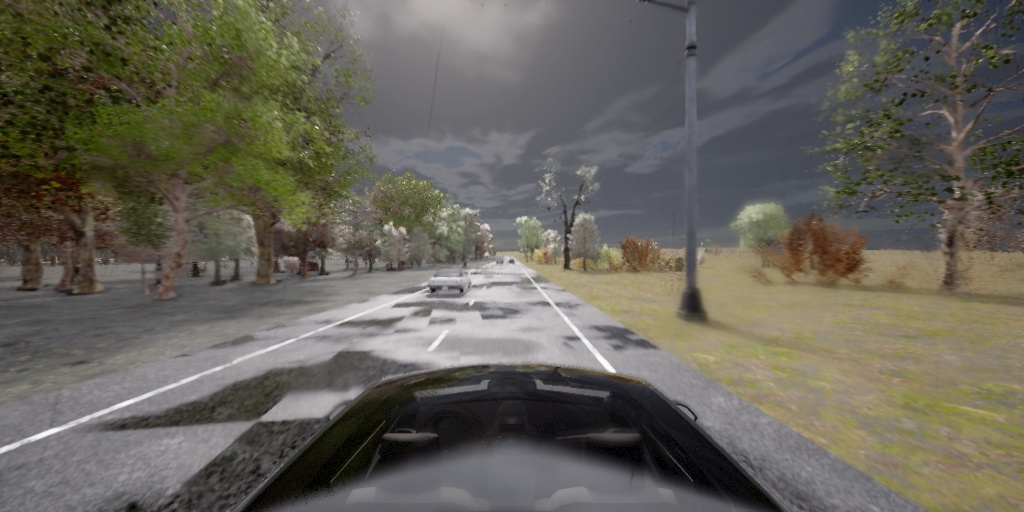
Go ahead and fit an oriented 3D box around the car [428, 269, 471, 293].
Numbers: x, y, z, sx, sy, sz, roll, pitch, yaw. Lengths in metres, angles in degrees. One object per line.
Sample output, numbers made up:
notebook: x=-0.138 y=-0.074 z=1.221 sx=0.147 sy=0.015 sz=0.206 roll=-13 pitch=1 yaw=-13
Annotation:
car: x=-3.520 y=1.416 z=21.146 sx=1.895 sy=1.301 sz=4.718 roll=0 pitch=0 yaw=0
